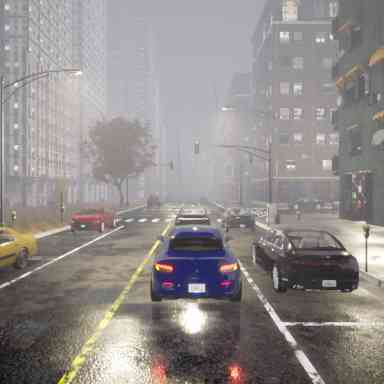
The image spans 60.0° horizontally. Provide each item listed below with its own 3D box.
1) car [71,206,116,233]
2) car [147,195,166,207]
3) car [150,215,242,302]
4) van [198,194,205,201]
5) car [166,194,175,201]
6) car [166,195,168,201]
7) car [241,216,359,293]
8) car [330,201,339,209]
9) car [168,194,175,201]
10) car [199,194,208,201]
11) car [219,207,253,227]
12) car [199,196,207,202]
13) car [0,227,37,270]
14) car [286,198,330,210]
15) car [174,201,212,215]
[{"bbox_3d":[-5.726,1.549,19.720,1.887,1.381,4.507,0,0,0],"label":"car"},{"bbox_3d":[-5.791,1.349,52.108,2.192,1.841,5.009,0,0,0],"label":"car"},{"bbox_3d":[0.078,1.526,8.149,1.812,1.442,4.674,0,0,0],"label":"car"},{"bbox_3d":[2.524,1.424,85.262,1.690,1.788,3.998,0,0,0],"label":"van"},{"bbox_3d":[-5.868,1.409,90.768,2.192,1.841,5.009,0,0,0],"label":"car"},{"bbox_3d":[-5.802,1.607,57.631,1.947,1.339,4.313,0,0,0],"label":"car"},{"bbox_3d":[2.676,1.552,8.670,2.008,1.369,4.403,0,0,0],"label":"car"},{"bbox_3d":[18.749,1.259,39.229,4.829,1.417,1.752,-1,1,-1],"label":"car"},{"bbox_3d":[-5.857,1.649,85.246,1.947,1.339,4.313,0,0,0],"label":"car"},{"bbox_3d":[2.546,1.630,74.216,1.947,1.339,4.313,0,0,0],"label":"car"},{"bbox_3d":[2.654,1.555,19.736,2.008,1.369,4.403,0,0,0],"label":"car"},{"bbox_3d":[2.535,1.599,79.908,1.752,1.417,4.829,0,0,0],"label":"car"},{"bbox_3d":[-5.704,1.526,8.484,1.752,1.417,4.829,0,0,0],"label":"car"},{"bbox_3d":[13.352,1.359,39.164,4.403,1.369,2.008,-1,1,-1],"label":"car"},{"bbox_3d":[0.045,1.495,18.252,2.128,1.511,4.902,0,0,0],"label":"car"}]
